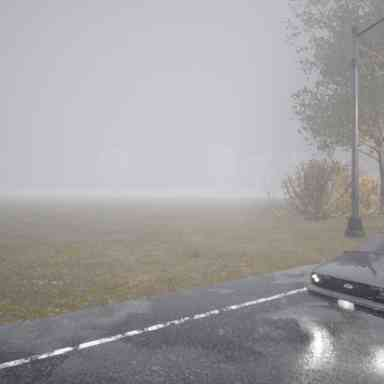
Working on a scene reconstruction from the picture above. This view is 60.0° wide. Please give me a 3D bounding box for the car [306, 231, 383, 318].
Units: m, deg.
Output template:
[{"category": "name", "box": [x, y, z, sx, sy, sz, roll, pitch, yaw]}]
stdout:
[{"category": "car", "box": [4.849, 1.543, 7.223, 5.357, 1.411, 2.033, 0, 0, -34]}]
